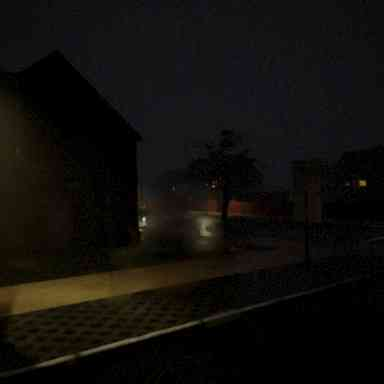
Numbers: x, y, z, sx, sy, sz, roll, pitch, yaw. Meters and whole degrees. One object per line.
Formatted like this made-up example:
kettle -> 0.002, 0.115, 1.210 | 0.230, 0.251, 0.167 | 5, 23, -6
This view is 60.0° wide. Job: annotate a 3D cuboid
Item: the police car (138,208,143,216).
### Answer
police car -> -7.971, 2.177, 42.089 | 1.930, 1.638, 5.238 | -1, 0, -36
